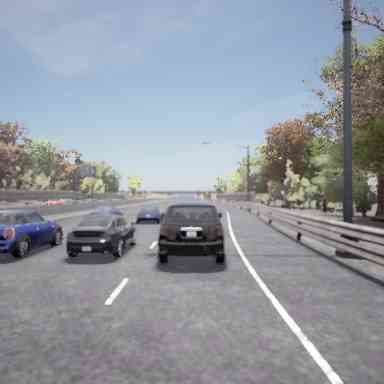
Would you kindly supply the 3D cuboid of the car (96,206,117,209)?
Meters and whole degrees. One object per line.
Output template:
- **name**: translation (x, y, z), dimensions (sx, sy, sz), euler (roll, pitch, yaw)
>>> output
- **car**: translation (-7.008, 1.843, 27.527), dimensions (2.033, 1.411, 5.357), euler (0, -1, 0)

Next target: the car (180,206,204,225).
- **car**: translation (-0.001, 1.905, 28.239), dimensions (1.895, 1.301, 4.718), euler (0, -1, 0)

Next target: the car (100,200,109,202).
- **car**: translation (-17.549, 2.314, 67.378), dimensions (1.994, 1.385, 4.181), euler (0, -1, 0)

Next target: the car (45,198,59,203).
- **car**: translation (-28.049, 2.117, 67.403), dimensions (2.097, 1.767, 4.553), euler (0, -1, 0)

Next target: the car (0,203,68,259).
- **car**: translation (-6.986, 1.493, 13.406), dimensions (2.097, 1.767, 4.553), euler (0, -1, 0)

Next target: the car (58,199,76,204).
- **car**: translation (-24.549, 2.286, 67.373), dimensions (2.128, 1.511, 4.902), euler (0, -1, 0)

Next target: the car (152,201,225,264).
- **car**: translation (0.001, 1.357, 12.551), dimensions (2.150, 2.045, 5.566), euler (0, 0, 0)

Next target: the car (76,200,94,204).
- **car**: translation (-21.049, 2.301, 67.376), dimensions (2.033, 1.411, 5.357), euler (0, -1, 0)

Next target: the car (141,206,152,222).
- **car**: translation (-3.494, 1.871, 28.458), dimensions (1.994, 1.385, 4.181), euler (0, -1, 0)

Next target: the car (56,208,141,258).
- **car**: translation (-3.486, 1.650, 13.486), dimensions (1.837, 1.490, 4.892), euler (0, 0, 1)
